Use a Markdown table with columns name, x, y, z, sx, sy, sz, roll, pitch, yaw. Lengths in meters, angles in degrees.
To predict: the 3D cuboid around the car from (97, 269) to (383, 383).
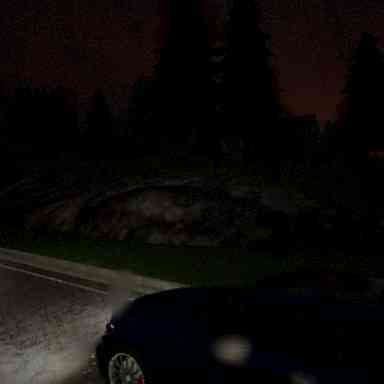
| name | x | y | z | sx | sy | sz | roll | pitch | yaw |
| --- | --- | --- | --- | --- | --- | --- | --- | --- | --- |
| car | 1.111 | 1.526 | 3.200 | 4.674 | 1.442 | 1.812 | 0 | 0 | 36 |
